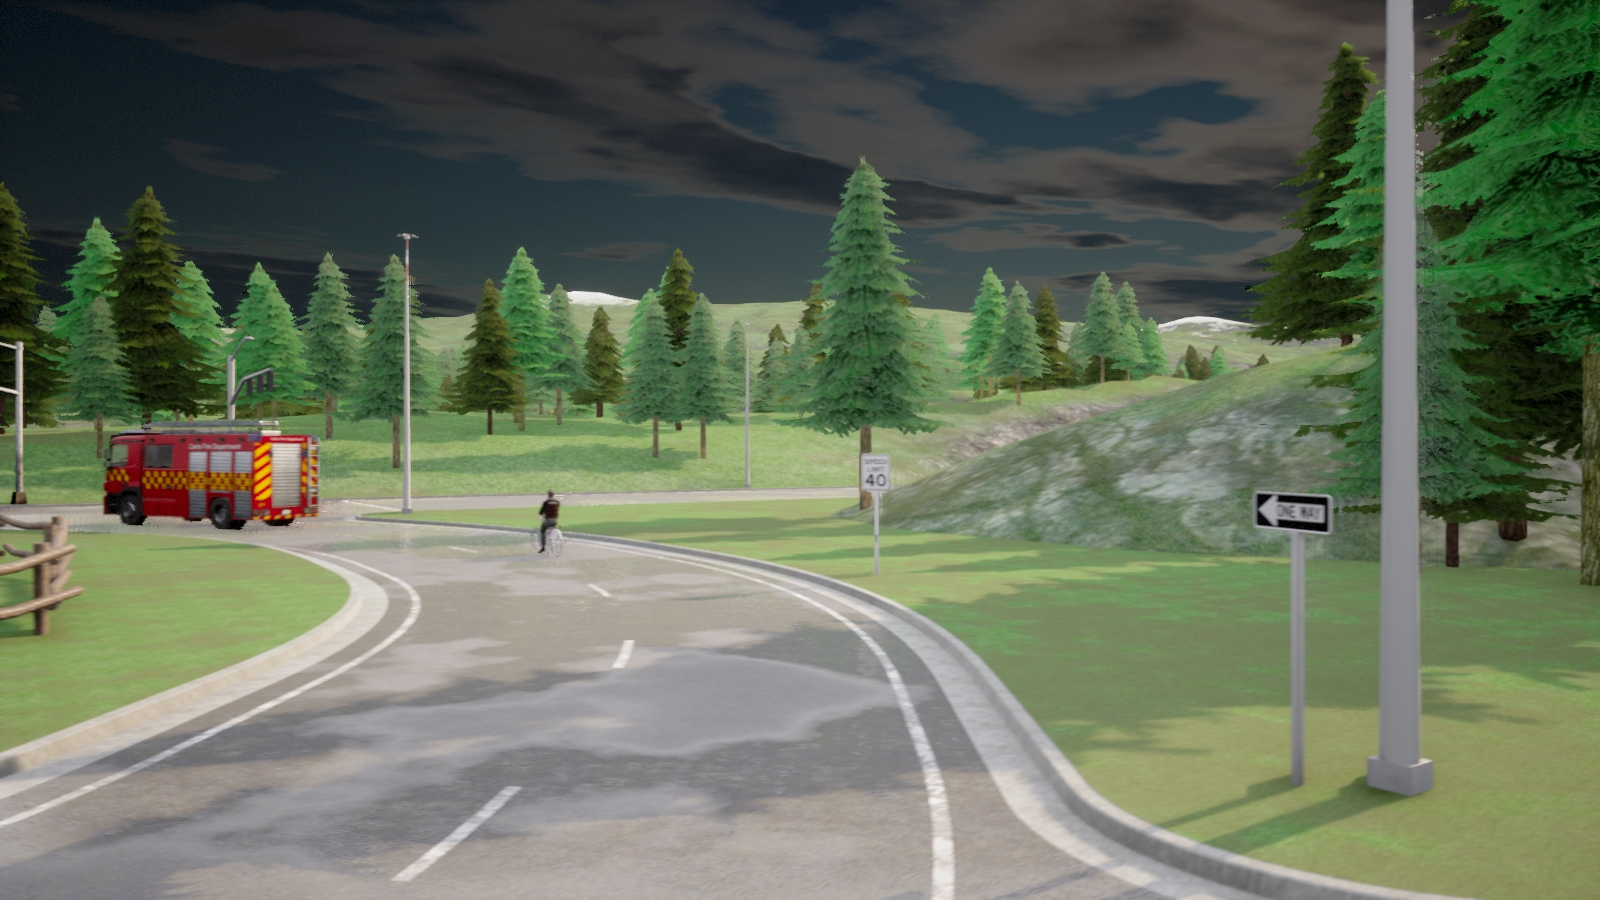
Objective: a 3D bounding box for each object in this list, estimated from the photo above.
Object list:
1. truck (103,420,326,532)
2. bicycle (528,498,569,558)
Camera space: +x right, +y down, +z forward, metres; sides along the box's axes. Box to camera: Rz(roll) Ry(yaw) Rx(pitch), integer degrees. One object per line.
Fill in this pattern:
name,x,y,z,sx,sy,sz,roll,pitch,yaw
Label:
truck,-21.783,0.890,42.386,8.468,3.827,2.891,0,0,26
bicycle,-6.683,2.060,30.325,0.329,1.471,1.835,-2,1,-36
